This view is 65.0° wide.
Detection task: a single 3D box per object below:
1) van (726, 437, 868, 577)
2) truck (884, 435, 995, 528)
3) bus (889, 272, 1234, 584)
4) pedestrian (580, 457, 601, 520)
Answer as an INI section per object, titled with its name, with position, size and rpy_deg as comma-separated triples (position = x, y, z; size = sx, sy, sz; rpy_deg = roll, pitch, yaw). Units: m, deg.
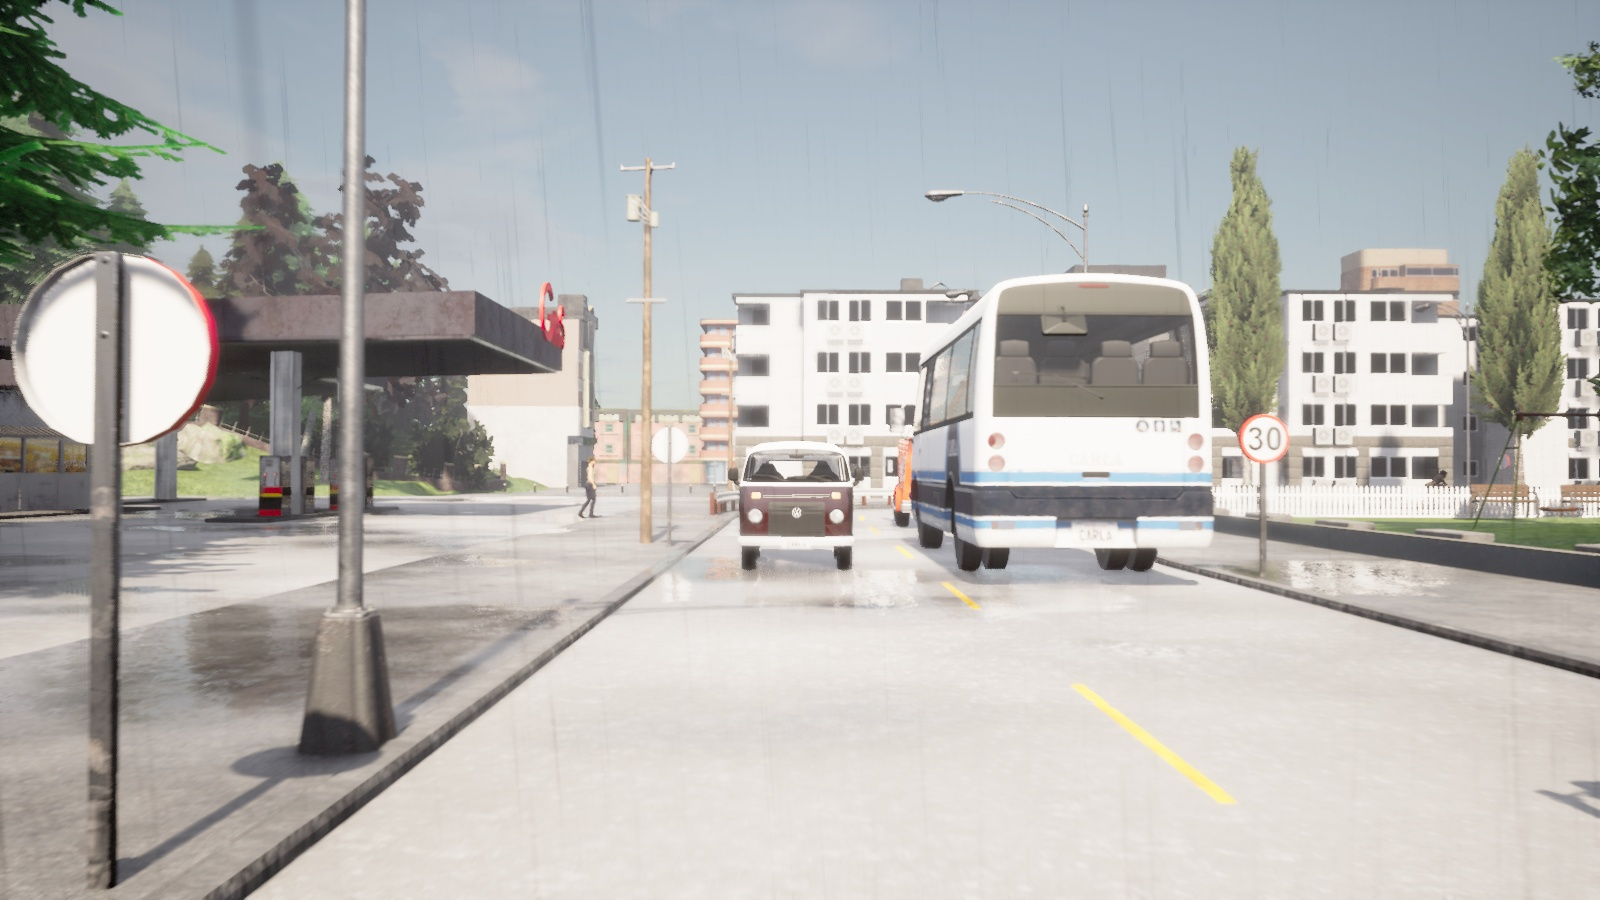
[van]
position = -0.052, 0.864, 20.608
size = 2.069, 2.038, 4.480
rpy_deg = 0, -1, 0
[truck]
position = 3.912, 0.886, 36.276
size = 2.627, 2.467, 5.204
rpy_deg = 0, -1, 0
[bus]
position = 3.940, -0.225, 22.325
size = 3.944, 4.253, 10.273
rpy_deg = 0, -1, 0
[pedestrian]
position = -6.184, 1.136, 37.053
size = 0.594, 1.836, 0.345
rpy_deg = 0, -1, -12
